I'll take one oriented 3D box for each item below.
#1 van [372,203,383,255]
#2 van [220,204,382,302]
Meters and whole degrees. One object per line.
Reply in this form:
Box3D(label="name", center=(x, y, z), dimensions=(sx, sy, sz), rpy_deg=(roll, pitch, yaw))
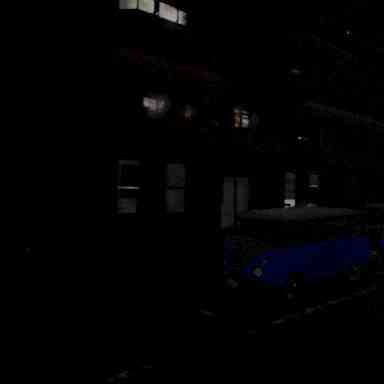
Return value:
Box3D(label="van", center=(7.049, 1.246, 11.038), dimensions=(3.998, 1.788, 1.690), rpy_deg=(-1, 2, -35))
Box3D(label="van", center=(2.531, 1.286, 7.846), dimensions=(3.998, 1.788, 1.690), rpy_deg=(-1, 2, -35))
